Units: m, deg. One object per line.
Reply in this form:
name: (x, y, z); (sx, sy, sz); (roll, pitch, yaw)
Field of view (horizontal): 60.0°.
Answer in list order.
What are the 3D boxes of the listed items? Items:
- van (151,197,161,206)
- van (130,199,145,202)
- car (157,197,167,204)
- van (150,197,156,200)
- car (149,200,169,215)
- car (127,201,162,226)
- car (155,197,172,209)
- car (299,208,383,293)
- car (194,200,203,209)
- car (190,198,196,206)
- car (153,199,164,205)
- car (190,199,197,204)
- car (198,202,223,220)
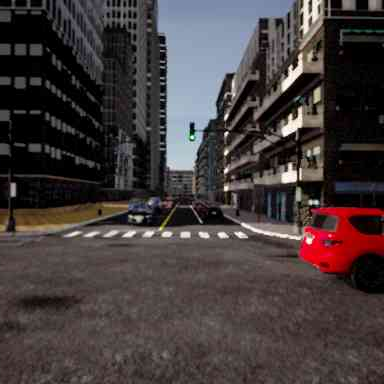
van: (-7.415, 2.017, 69.205); (1.690, 1.788, 3.998); (0, -1, -1)
van: (-6.730, 1.725, 40.944); (1.690, 1.788, 3.998); (0, -1, -1)
car: (-7.825, 2.169, 86.163); (2.192, 1.841, 5.009); (0, -1, -1)
van: (-7.278, 1.958, 63.553); (1.690, 1.788, 3.998); (0, -1, -1)
car: (-4.093, 1.985, 39.475); (1.895, 1.301, 4.718); (0, -1, -1)
car: (-3.765, 1.735, 25.743); (2.128, 1.511, 4.902); (0, -1, -1)
car: (-4.445, 1.900, 55.544); (2.097, 1.767, 4.553); (0, 0, -1)
car: (5.889, 1.508, 9.264); (5.566, 2.045, 2.150); (1, 0, -2)
car: (1.647, 1.978, 41.145); (1.887, 1.381, 4.507); (0, -1, -1)
car: (1.236, 2.158, 58.102); (2.008, 1.369, 4.403); (0, -1, -1)
car: (-7.552, 2.286, 74.856); (2.008, 1.369, 4.403); (0, -1, -1)
car: (0.415, 2.528, 92.015); (1.947, 1.339, 4.313); (0, -1, -1)
car: (1.889, 1.897, 31.181); (1.947, 1.339, 4.313); (0, -1, -1)
